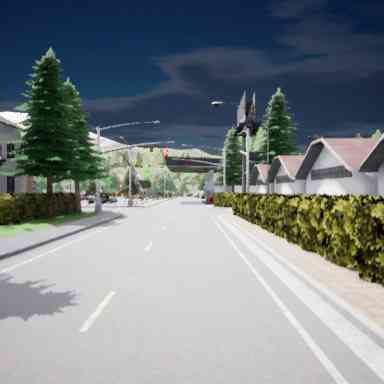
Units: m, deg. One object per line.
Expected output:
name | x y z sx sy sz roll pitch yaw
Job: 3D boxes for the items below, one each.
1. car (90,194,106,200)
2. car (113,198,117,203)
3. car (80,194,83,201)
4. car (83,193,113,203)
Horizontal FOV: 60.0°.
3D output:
car | -24.043 1.303 85.183 3.633 1.501 1.845 0 0 -1
car | -16.184 1.343 62.818 3.806 1.475 1.970 0 0 -1
car | -24.026 1.281 75.190 4.514 1.523 2.007 0 0 -1
car | -16.776 1.059 59.490 3.866 1.878 1.905 0 0 -1
